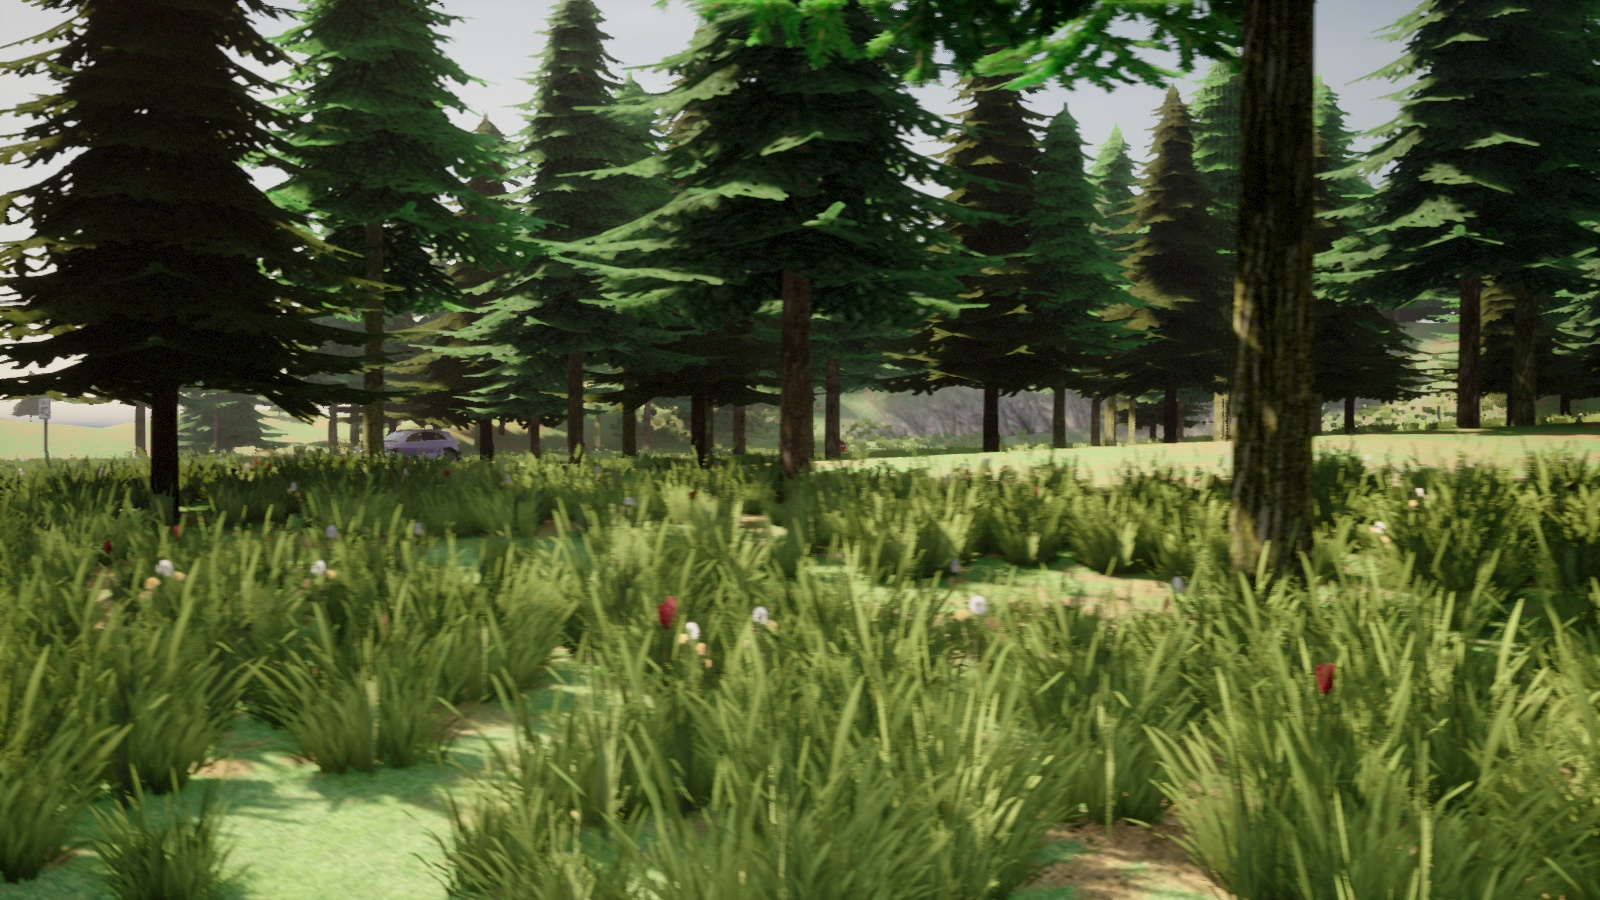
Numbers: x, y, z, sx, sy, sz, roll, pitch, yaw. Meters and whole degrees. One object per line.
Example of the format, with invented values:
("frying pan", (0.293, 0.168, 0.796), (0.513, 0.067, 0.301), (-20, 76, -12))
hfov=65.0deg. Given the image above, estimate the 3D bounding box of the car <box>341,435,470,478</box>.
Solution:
("car", (-16.252, 0.240, 51.951), (2.033, 1.649, 4.856), (0, 1, 33))
